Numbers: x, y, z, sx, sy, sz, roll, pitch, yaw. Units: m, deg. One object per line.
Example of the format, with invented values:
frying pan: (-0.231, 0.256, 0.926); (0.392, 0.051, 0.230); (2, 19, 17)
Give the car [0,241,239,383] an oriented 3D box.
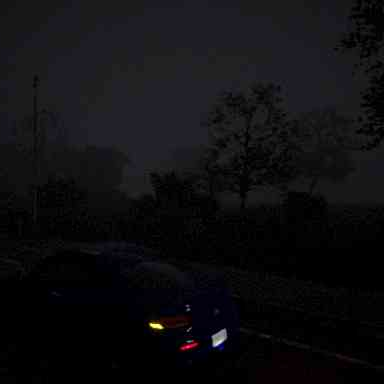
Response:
car: (-1.505, 1.534, 5.291); (4.674, 1.442, 1.812); (0, 0, 37)
